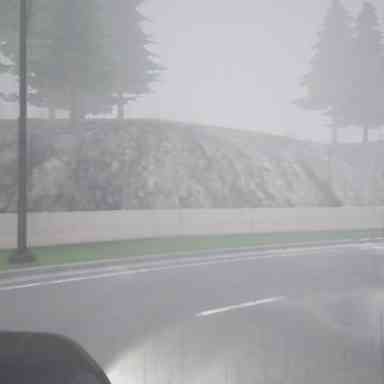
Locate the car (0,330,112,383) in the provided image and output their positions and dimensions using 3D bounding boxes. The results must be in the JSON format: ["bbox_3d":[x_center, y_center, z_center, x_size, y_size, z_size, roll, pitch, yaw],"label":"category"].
[{"bbox_3d":[-2.424,1.528,1.722,4.181,1.385,1.994,0,0,-37],"label":"car"}]
